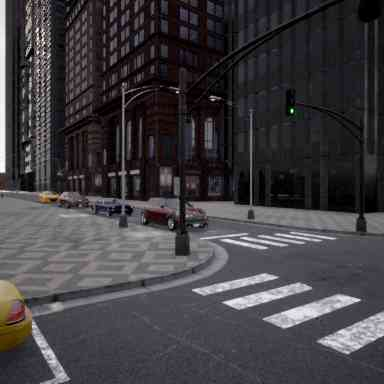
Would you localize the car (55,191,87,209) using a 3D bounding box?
[{"bbox_3d":[-12.203,0.723,34.288,2.097,1.767,4.553,0,1,-36],"label":"car"}]

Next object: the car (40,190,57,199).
[{"bbox_3d":[-24.731,0.466,57.116,1.812,1.442,4.674,0,1,-35],"label":"car"}]

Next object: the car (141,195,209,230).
[{"bbox_3d":[-1.066,1.072,18.833,2.097,1.767,4.553,0,1,-36],"label":"car"}]

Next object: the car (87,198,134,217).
[{"bbox_3d":[-6.333,1.153,26.138,1.895,1.301,4.718,0,1,-36],"label":"car"}]

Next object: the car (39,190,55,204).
[{"bbox_3d":[-18.354,0.666,42.883,1.882,1.535,5.008,0,1,-35],"label":"car"}]

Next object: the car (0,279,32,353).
[{"bbox_3d":[-4.404,1.525,3.508,4.829,1.417,1.752,0,0,-35],"label":"car"}]
